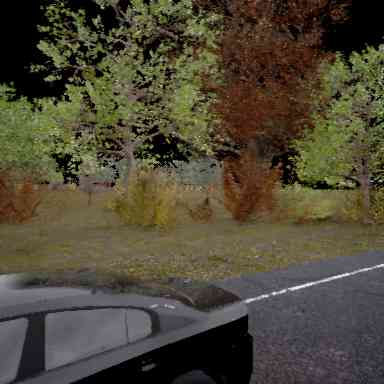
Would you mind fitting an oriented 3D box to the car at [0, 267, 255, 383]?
[{"bbox_3d":[-1.709,1.479,2.664,5.008,1.535,1.882,0,0,-35],"label":"car"}]
